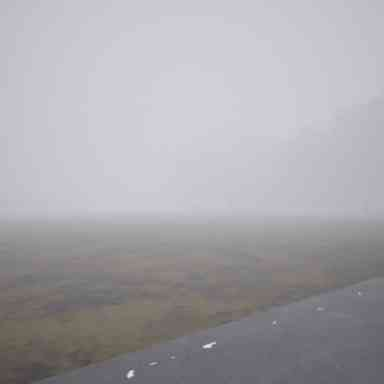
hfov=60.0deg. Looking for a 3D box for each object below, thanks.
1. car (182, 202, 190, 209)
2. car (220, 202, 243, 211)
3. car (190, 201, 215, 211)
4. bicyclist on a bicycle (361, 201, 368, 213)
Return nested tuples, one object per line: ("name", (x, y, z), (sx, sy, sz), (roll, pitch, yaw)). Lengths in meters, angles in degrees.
("car", (-0.228, 2.754, 70.240), (2.128, 1.511, 4.902), (-1, -1, -35))
("car", (7.086, 2.550, 60.000), (1.882, 1.535, 5.008), (-1, -1, -35))
("car", (2.233, 2.563, 61.994), (2.097, 1.767, 4.553), (-1, -1, -35))
("bicyclist on a bicycle", (22.613, 1.967, 43.493), (1.656, 1.620, 0.582), (0, -1, -35))
